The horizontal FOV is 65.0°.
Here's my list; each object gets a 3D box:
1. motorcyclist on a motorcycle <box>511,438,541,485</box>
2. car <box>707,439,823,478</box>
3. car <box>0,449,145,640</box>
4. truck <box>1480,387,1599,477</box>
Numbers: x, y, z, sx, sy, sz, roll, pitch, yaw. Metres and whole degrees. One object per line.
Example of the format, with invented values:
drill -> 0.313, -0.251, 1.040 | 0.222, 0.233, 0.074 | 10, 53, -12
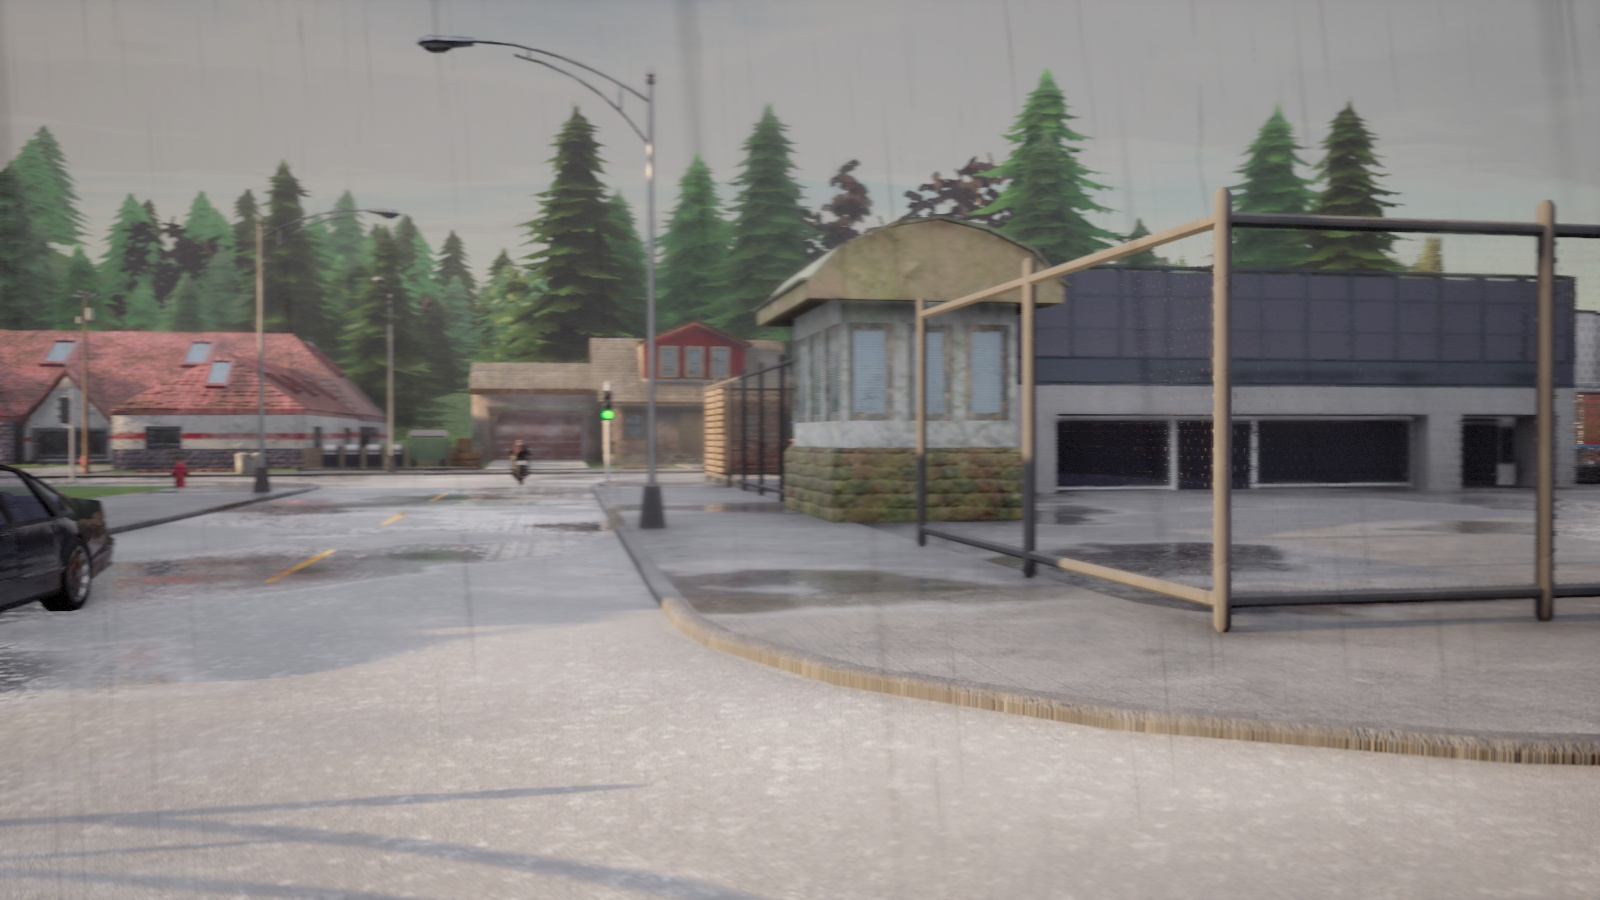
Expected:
motorcyclist on a motorcycle -> -9.242, 0.355, 42.297 | 0.866, 1.530, 2.191 | 0, 1, -15
car -> -1.376, 0.306, 48.538 | 4.193, 1.474, 1.816 | 0, 1, -14
car -> -7.208, 0.731, 10.012 | 2.033, 1.411, 5.357 | 0, 1, -10
truck -> 34.672, -0.760, 55.052 | 8.468, 3.827, 2.891 | 0, 1, -8
